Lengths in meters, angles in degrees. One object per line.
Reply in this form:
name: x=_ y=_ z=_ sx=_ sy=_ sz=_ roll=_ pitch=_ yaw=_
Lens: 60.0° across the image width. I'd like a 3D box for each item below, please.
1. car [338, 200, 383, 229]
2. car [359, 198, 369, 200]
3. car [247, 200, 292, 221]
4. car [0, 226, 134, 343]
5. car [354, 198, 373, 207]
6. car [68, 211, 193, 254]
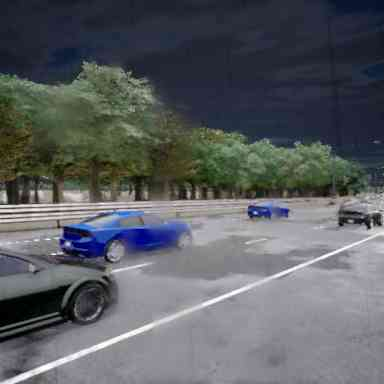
car: x=11.071 y=1.511 z=21.743 sx=1.837 sy=1.490 sz=4.892 roll=1 pitch=0 yaw=40
car: x=16.142 y=1.547 z=33.171 sx=1.812 sy=1.442 sz=4.674 roll=1 pitch=0 yaw=39
car: x=6.364 y=1.417 z=26.859 sx=1.882 sy=1.535 sz=5.008 roll=1 pitch=0 yaw=40
car: x=-3.248 y=1.508 z=5.216 sx=1.994 sy=1.385 sz=4.181 roll=1 pitch=0 yaw=42
car: x=27.626 y=1.669 z=53.381 sx=1.994 sy=1.385 sz=4.181 roll=1 pitch=0 yaw=38
car: x=-2.039 y=1.395 z=11.718 sx=1.882 sy=1.535 sz=5.008 roll=1 pitch=0 yaw=41
